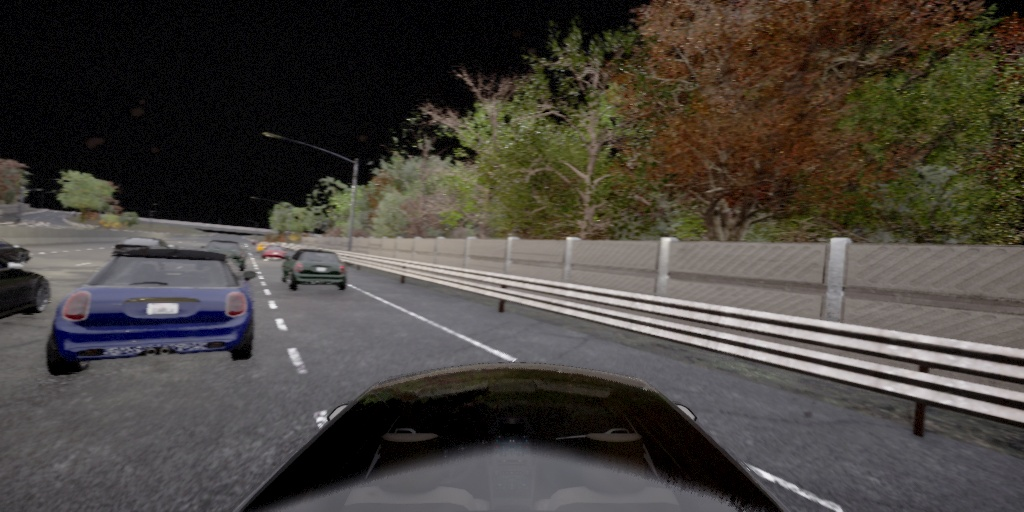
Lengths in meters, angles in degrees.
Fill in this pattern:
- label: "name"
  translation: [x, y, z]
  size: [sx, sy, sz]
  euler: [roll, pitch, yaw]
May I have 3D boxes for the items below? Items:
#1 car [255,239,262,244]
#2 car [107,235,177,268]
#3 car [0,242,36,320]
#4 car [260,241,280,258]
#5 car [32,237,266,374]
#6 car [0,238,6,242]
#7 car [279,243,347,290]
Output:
- label: "car"
  translation: [-33.359, -1.162, 48.640]
  size: [1.882, 1.535, 5.008]
  euler: [5, 0, -37]
- label: "car"
  translation: [-20.664, -0.323, 20.263]
  size: [1.882, 1.535, 5.008]
  euler: [5, 0, -37]
- label: "car"
  translation: [-10.014, 0.535, 6.065]
  size: [1.994, 1.385, 4.181]
  euler: [5, 0, -37]
- label: "car"
  translation: [-23.757, -0.393, 35.840]
  size: [1.994, 1.385, 4.181]
  euler: [5, 0, -37]
- label: "car"
  translation: [-6.007, 0.645, 6.565]
  size: [2.097, 1.767, 4.553]
  euler: [5, 0, -37]
- label: "car"
  translation: [-19.085, -0.171, 12.331]
  size: [2.033, 1.411, 5.357]
  euler: [5, 0, -37]
- label: "car"
  translation: [-8.929, 0.463, 16.106]
  size: [2.097, 1.767, 4.553]
  euler: [5, 0, -37]
